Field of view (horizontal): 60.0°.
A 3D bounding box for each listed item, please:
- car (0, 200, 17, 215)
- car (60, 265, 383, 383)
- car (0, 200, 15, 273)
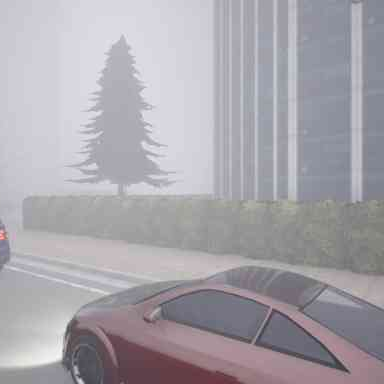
[{"bbox_3d":[-20.375,1.559,33.236,1.837,1.490,4.892,0,0,35],"label":"car"},{"bbox_3d":[0.451,1.564,3.671,4.181,1.385,1.994,0,0,35],"label":"car"},{"bbox_3d":[-7.160,1.221,9.062,5.566,2.045,2.150,0,0,35],"label":"car"}]
